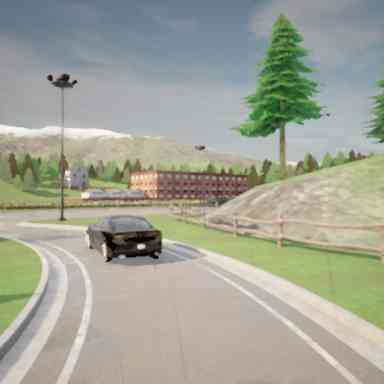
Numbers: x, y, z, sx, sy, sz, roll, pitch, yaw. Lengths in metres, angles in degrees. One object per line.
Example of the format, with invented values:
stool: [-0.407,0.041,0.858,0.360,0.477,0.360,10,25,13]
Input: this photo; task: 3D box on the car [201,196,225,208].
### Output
car: [4.325,1.850,62.990,5.566,2.045,2.150,0,-1,-36]

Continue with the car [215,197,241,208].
car: [6.957,2.169,60.611,4.181,1.385,1.994,0,-1,-36]

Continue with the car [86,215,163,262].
car: [-2.770,1.607,12.832,1.882,1.535,5.008,0,0,-28]
